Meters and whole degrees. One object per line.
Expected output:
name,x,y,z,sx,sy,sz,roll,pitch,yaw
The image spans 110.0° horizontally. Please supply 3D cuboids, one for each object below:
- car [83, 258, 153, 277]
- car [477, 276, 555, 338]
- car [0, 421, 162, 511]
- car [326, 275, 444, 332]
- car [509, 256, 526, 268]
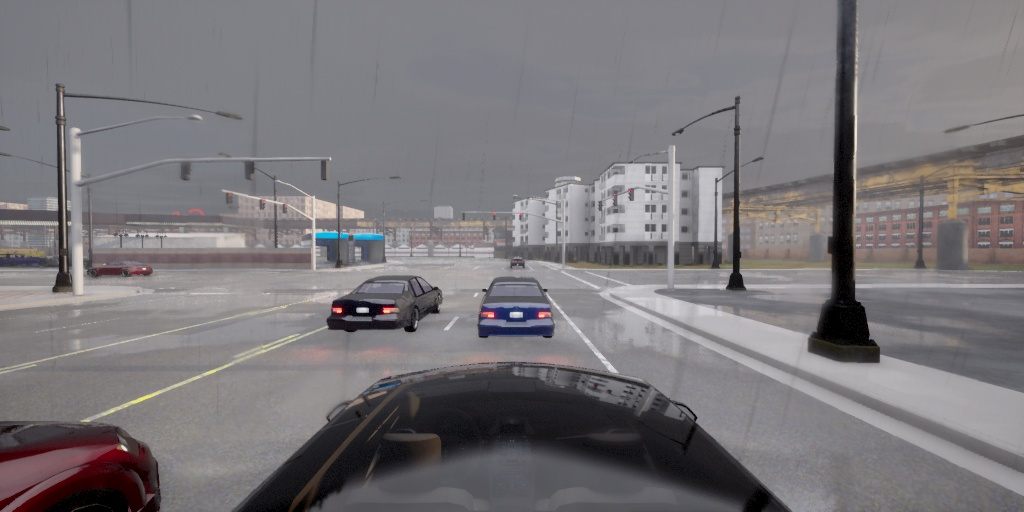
car,-33.771,1.085,30.927,4.181,1.385,1.994,0,1,-1
car,0.088,1.280,10.088,2.033,1.411,5.357,0,0,0
car,-3.394,1.314,0.692,1.994,1.385,4.181,0,0,-1
car,-3.409,1.274,10.689,2.033,1.411,5.357,0,0,0
car,0.694,0.771,46.178,1.837,1.490,4.892,0,1,0
